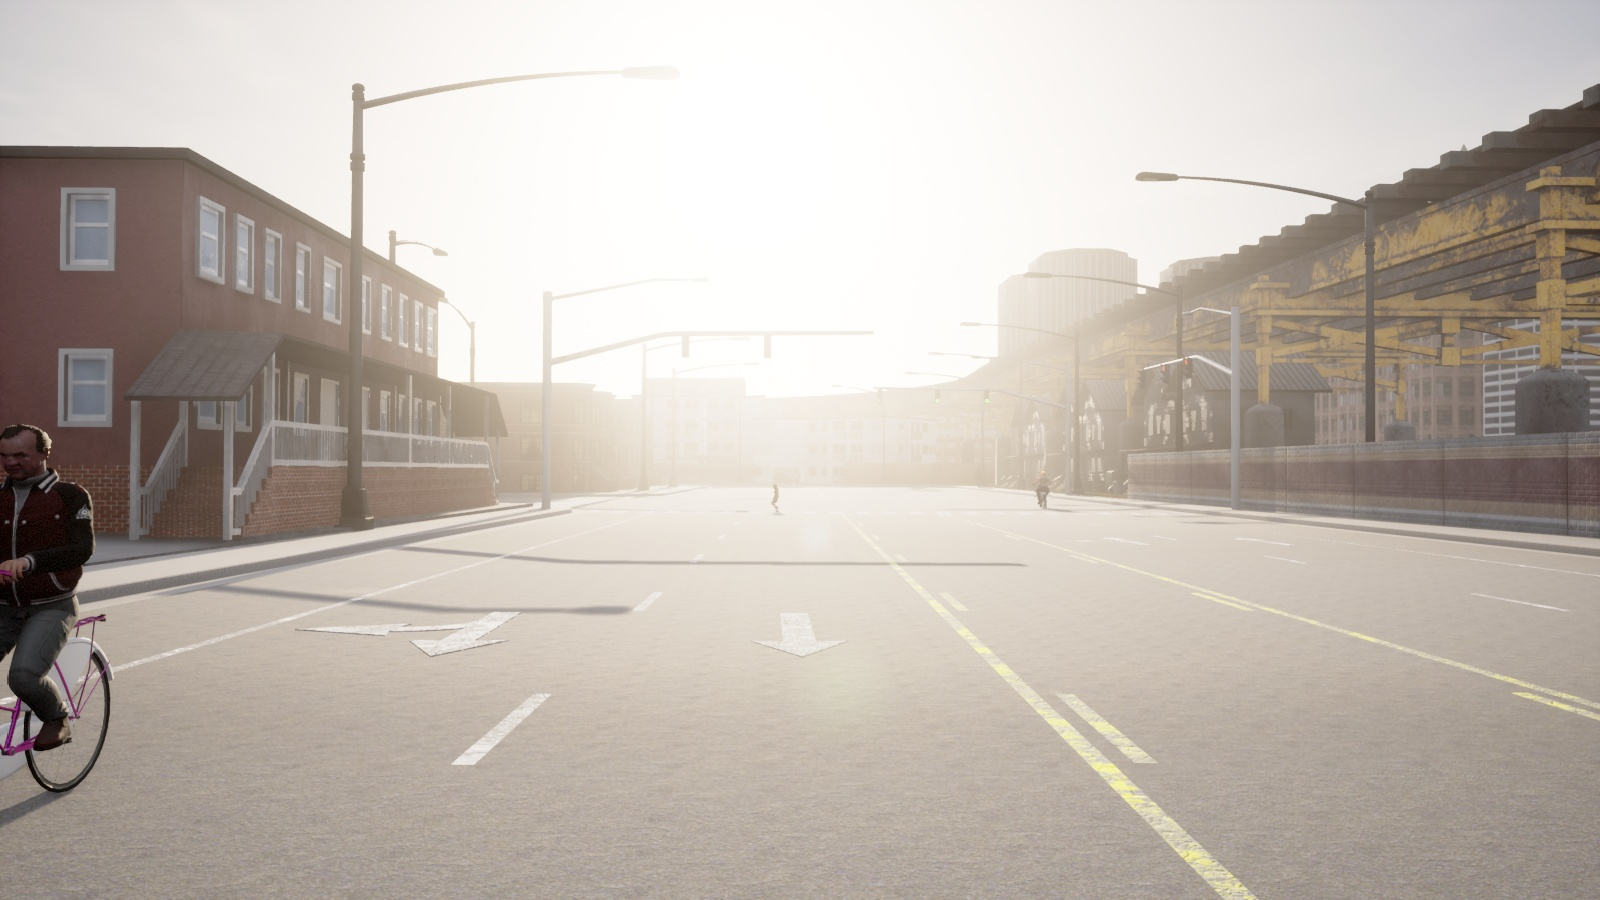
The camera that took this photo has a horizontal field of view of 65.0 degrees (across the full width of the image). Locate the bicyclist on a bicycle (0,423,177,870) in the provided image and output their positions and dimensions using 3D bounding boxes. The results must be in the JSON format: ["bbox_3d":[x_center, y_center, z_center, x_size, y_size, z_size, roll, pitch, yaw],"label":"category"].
[{"bbox_3d":[-3.513,0.791,5.486,0.659,1.776,1.843,0,-1,0],"label":"bicyclist on a bicycle"}]
